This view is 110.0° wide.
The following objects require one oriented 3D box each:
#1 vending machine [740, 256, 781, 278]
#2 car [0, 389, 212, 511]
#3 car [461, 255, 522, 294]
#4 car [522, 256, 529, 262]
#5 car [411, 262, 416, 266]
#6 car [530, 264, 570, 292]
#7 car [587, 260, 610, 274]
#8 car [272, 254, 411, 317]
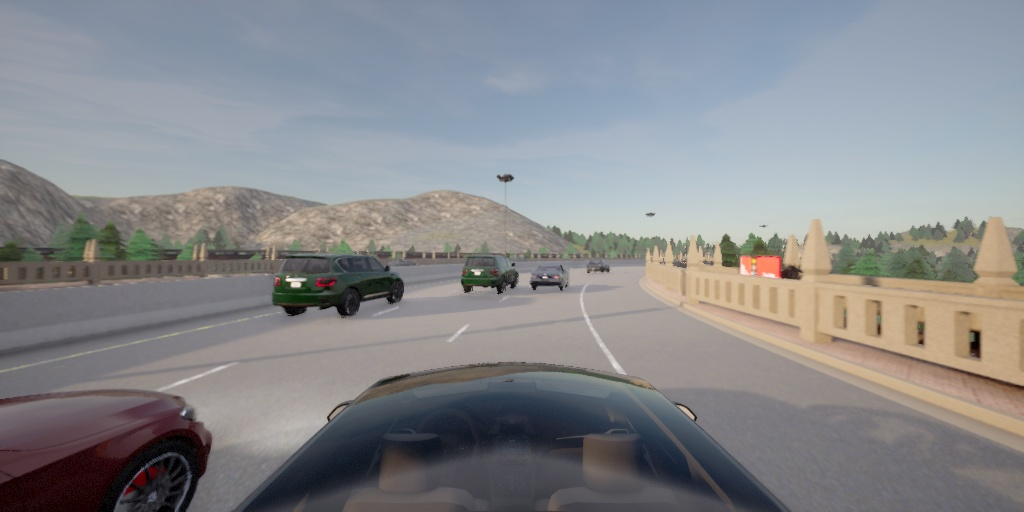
[{"bbox_3d":[8.746,0.985,12.686,1.100,2.100,0.880,0,0,9],"label":"vending machine"},{"bbox_3d":[-3.315,1.260,0.896,1.812,1.442,4.674,0,0,0],"label":"car"},{"bbox_3d":[-1.147,0.962,20.522,2.150,2.045,5.566,0,0,12],"label":"car"},{"bbox_3d":[0.676,0.815,53.251,2.097,1.767,4.553,0,0,31],"label":"car"},{"bbox_3d":[-13.087,1.174,41.312,2.128,1.511,4.902,0,0,22],"label":"car"},{"bbox_3d":[2.389,1.215,21.709,2.033,1.411,5.357,0,0,14],"label":"car"},{"bbox_3d":[10.178,1.230,41.961,2.128,1.511,4.902,0,0,28],"label":"car"},{"bbox_3d":[-6.004,0.941,13.194,2.150,2.045,5.566,0,0,7],"label":"car"}]
